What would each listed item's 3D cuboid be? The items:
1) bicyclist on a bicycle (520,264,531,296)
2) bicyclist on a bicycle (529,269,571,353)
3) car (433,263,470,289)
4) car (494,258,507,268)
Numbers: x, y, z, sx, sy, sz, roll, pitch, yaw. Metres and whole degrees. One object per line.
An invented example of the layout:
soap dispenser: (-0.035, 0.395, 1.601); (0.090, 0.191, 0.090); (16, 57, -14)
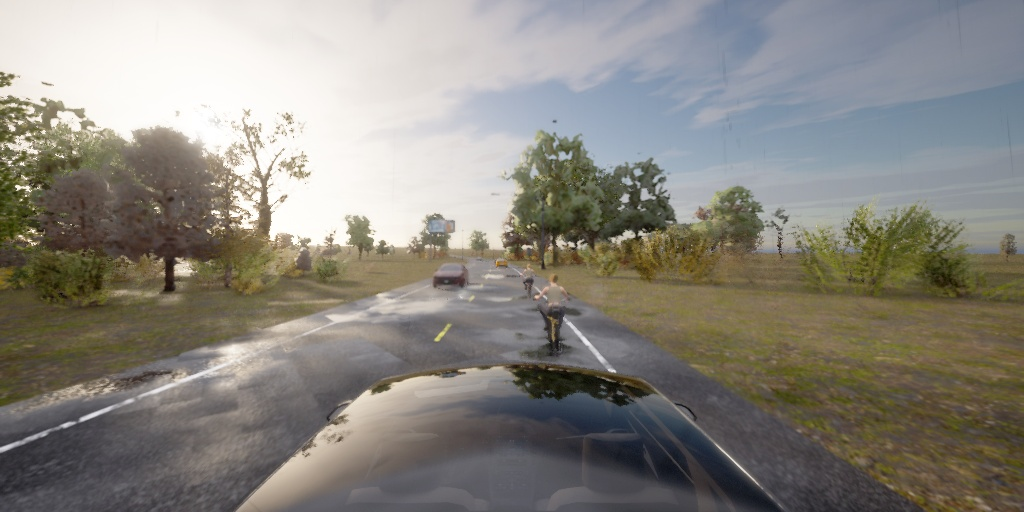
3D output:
bicyclist on a bicycle: (0.811, 1.177, 17.434); (0.866, 1.612, 1.509); (0, 0, -1)
bicyclist on a bicycle: (0.897, 1.184, 7.829); (0.866, 1.612, 1.509); (0, 0, 0)
car: (-3.881, 1.215, 23.417); (1.882, 1.535, 5.008); (0, 0, -1)
car: (-1.817, 1.162, 61.744); (1.882, 1.535, 5.008); (0, 0, -4)
